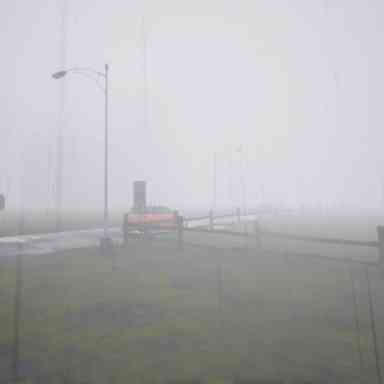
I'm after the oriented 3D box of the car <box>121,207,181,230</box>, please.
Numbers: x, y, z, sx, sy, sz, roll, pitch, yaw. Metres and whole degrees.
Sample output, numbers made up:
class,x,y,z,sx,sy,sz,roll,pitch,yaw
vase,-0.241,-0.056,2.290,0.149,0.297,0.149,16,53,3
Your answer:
class,x,y,z,sx,sy,sz,roll,pitch,yaw
car,-2.934,1.871,24.910,1.812,1.442,4.674,-1,-1,35

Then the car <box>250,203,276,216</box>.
class,x,y,z,sx,sy,sz,roll,pitch,yaw
car,8.942,2.161,41.528,2.128,1.511,4.902,-1,-1,36

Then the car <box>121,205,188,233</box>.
class,x,y,z,sx,sy,sz,roll,pitch,yaw
car,-2.225,1.621,20.839,2.097,1.767,4.553,-1,-1,35
